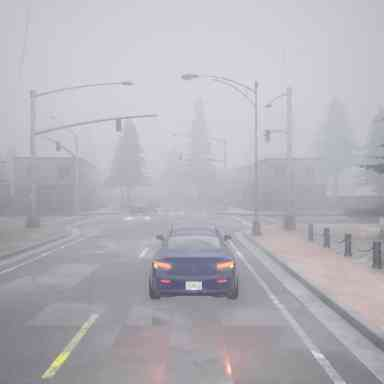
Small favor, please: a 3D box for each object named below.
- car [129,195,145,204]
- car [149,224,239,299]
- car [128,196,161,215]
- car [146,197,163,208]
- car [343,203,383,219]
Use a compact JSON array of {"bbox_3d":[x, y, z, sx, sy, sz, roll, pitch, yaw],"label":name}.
[{"bbox_3d":[-10.691,1.443,64.419,1.882,1.535,5.008,0,0,-25],"label":"car"},{"bbox_3d":[0.045,1.526,8.305,1.812,1.442,4.674,0,0,0],"label":"car"},{"bbox_3d":[-4.820,1.448,33.506,1.882,1.535,5.008,0,0,8],"label":"car"},{"bbox_3d":[-5.521,1.513,48.411,2.033,1.411,5.357,0,0,-10],"label":"car"},{"bbox_3d":[15.459,1.585,28.173,4.718,1.301,1.895,0,0,2],"label":"car"}]
